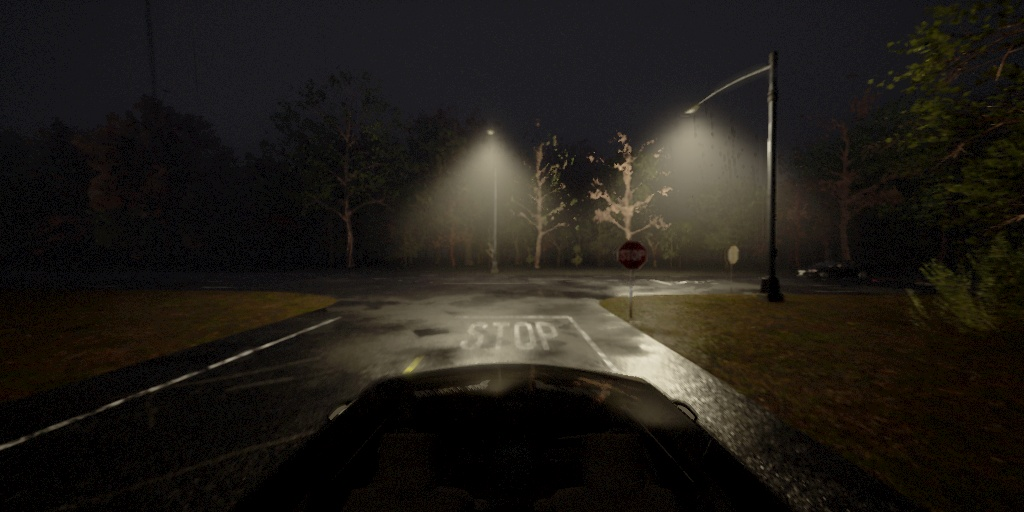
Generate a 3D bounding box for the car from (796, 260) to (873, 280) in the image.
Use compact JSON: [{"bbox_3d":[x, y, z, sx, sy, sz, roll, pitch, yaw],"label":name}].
[{"bbox_3d":[24.736,1.094,27.599,4.902,1.511,2.128,-1,1,0],"label":"car"}]
